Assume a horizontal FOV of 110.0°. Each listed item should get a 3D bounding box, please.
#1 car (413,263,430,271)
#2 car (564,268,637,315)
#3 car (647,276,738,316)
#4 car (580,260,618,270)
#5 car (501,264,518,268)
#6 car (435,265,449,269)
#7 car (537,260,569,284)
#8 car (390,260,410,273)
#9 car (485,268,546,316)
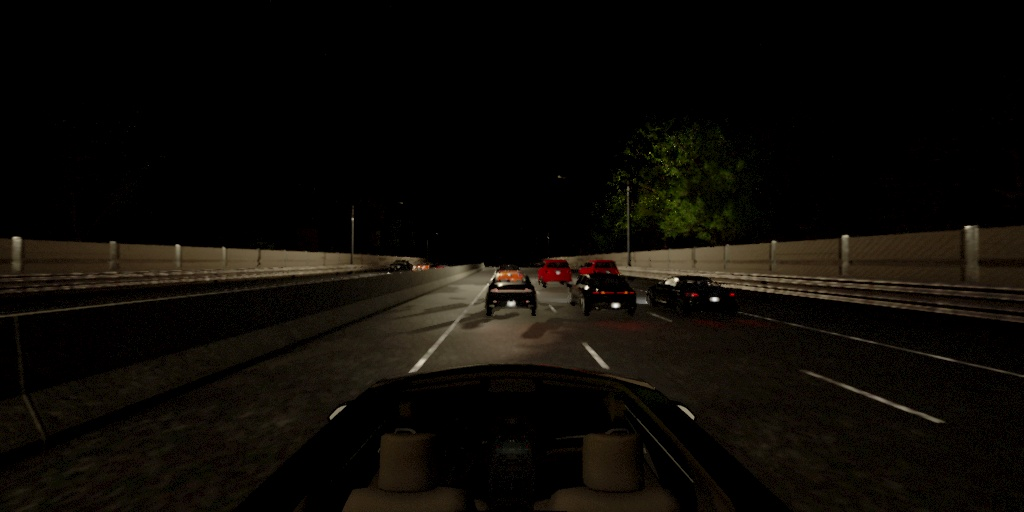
[{"bbox_3d":[-15.091,1.882,60.068,2.097,1.767,4.553,0,-1,-1],"label":"car"},{"bbox_3d":[3.476,1.428,14.438,1.837,1.490,4.892,0,0,0],"label":"car"},{"bbox_3d":[6.987,1.490,14.353,1.994,1.385,4.181,0,-1,0],"label":"car"},{"bbox_3d":[6.792,1.335,28.425,2.150,2.045,5.566,0,-1,-1],"label":"car"},{"bbox_3d":[-0.215,1.475,29.367,2.097,1.767,4.553,0,-1,-1],"label":"car"},{"bbox_3d":[-11.586,2.134,60.169,1.895,1.301,4.718,0,-1,-1],"label":"car"},{"bbox_3d":[3.292,1.333,28.344,2.150,2.045,5.566,0,-1,-1],"label":"car"},{"bbox_3d":[-18.573,1.745,59.719,2.150,2.045,5.566,0,-1,-1],"label":"car"},{"bbox_3d":[-0.024,1.413,14.378,2.128,1.511,4.902,0,-1,0],"label":"car"}]
